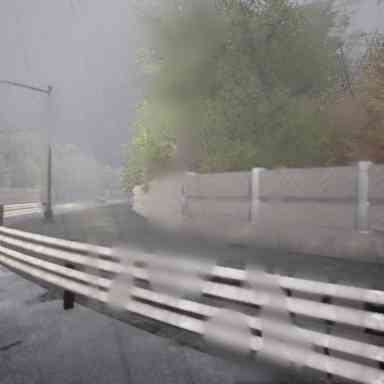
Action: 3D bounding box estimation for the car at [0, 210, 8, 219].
[{"bbox_3d":[-16.761,1.560,27.231,2.128,1.511,4.902,0,0,-9],"label":"car"}]

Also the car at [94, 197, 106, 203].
[{"bbox_3d":[-21.234,1.864,76.604,1.812,1.442,4.674,0,0,-5],"label":"car"}]
